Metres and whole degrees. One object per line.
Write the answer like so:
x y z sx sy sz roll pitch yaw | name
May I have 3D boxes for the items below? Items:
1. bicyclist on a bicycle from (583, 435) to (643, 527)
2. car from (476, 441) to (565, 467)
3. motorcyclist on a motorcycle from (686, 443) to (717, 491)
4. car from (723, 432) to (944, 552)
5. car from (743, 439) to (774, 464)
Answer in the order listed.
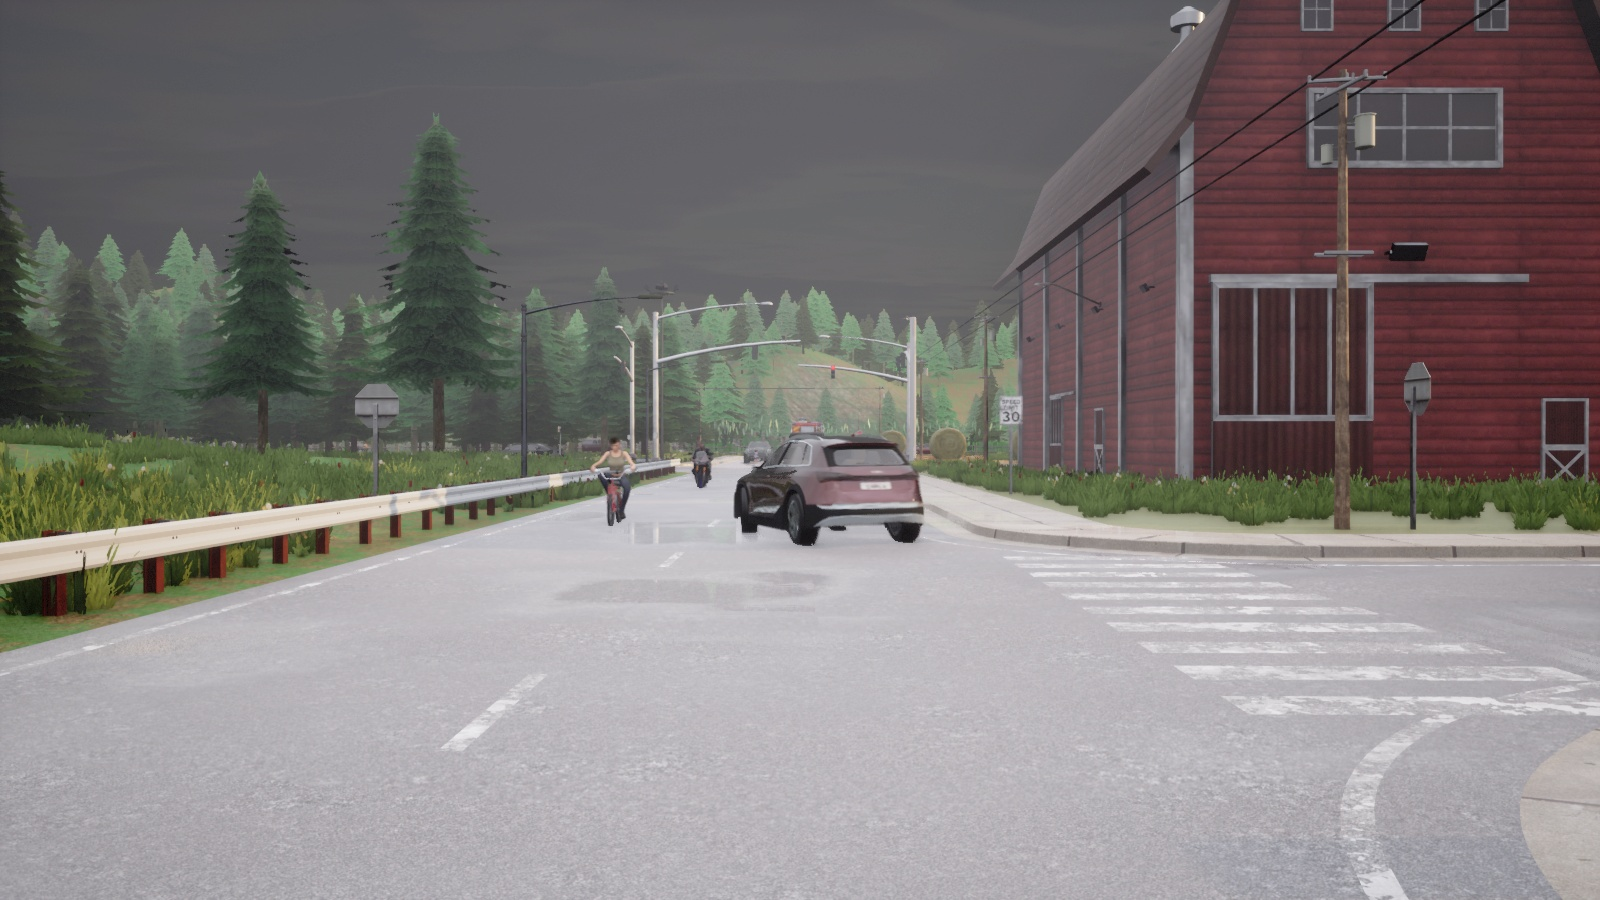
-3.360 0.551 22.696 0.866 1.612 1.509 0 -1 0 | bicyclist on a bicycle
-16.894 0.254 76.061 5.008 1.535 1.882 0 0 -1 | car
-3.245 0.544 41.561 0.866 1.530 2.191 0 0 0 | motorcyclist on a motorcycle
0.366 0.564 20.028 2.033 1.649 4.856 -1 0 -18 | car
-2.960 0.090 90.773 2.097 1.767 4.553 0 0 0 | car
